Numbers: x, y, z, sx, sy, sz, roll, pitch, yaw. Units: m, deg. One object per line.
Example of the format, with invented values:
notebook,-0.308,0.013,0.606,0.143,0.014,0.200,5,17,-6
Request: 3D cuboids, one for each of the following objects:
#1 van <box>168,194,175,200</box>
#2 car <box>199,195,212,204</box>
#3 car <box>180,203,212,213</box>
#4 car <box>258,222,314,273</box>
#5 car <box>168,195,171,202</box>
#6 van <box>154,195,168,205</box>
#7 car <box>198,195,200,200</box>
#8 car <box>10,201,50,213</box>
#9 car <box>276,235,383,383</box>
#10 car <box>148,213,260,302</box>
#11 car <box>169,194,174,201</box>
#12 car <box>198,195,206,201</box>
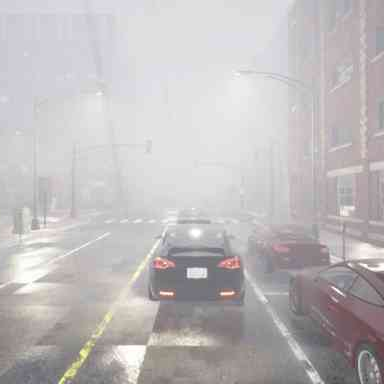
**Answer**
van,-5.755,1.368,93.490,1.690,1.788,3.998,1,0,0
car,2.650,1.539,59.715,1.752,1.417,4.829,1,0,0
car,0.086,1.551,17.609,2.033,1.411,5.357,0,0,-1
car,2.829,1.584,10.291,1.802,1.307,4.206,1,0,0
car,-5.735,1.597,65.229,1.802,1.307,4.206,1,0,0
van,-5.727,1.355,59.577,1.690,1.788,3.998,1,0,0
car,2.631,1.566,82.155,1.887,1.381,4.507,1,0,0
car,-18.744,1.727,38.656,4.313,1.339,1.947,0,-1,0
car,2.663,1.583,4.635,1.802,1.307,4.206,1,0,0
car,0.093,1.505,8.336,2.163,1.488,4.792,0,0,0
car,-5.745,1.601,76.533,1.802,1.307,4.206,1,0,0
car,2.626,1.590,87.806,1.947,1.339,4.313,1,0,0
